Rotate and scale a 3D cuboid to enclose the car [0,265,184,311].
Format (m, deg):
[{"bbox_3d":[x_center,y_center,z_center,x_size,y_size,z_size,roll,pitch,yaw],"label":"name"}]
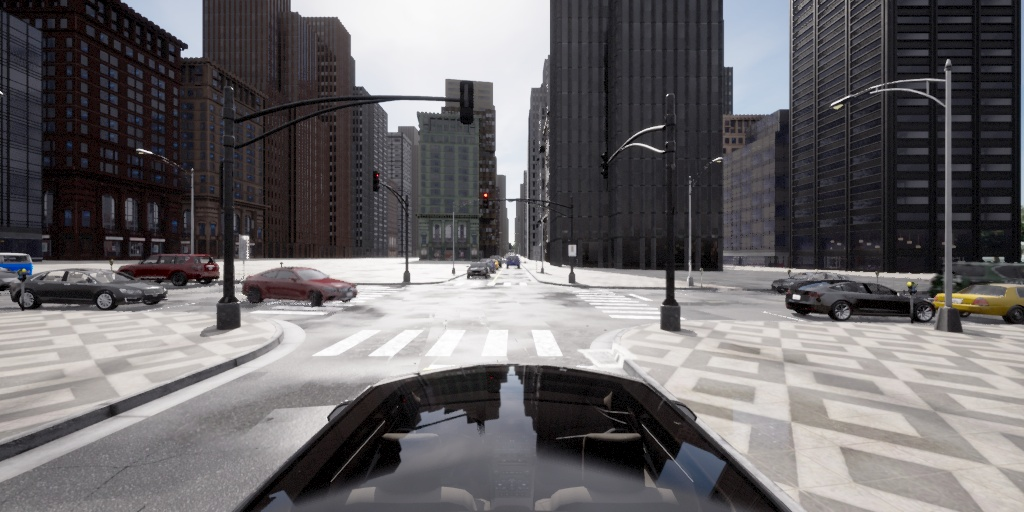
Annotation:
[{"bbox_3d":[-14.764,1.116,12.629,4.403,1.370,2.007,0,0,0],"label":"car"}]

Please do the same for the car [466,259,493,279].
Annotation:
[{"bbox_3d":[-3.052,1.255,33.224,1.837,1.490,4.892,0,0,0],"label":"car"}]

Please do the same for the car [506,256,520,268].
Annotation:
[{"bbox_3d":[0.189,0.970,59.044,2.150,2.045,5.566,0,0,0],"label":"car"}]

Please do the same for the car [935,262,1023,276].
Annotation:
[{"bbox_3d":[21.447,1.323,15.321,5.566,2.045,2.150,1,0,0],"label":"car"}]

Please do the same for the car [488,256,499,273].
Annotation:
[{"bbox_3d":[-3.035,1.102,42.277,2.097,1.767,4.553,0,0,0],"label":"car"}]

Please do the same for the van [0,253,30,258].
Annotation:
[{"bbox_3d":[-31.116,0.680,21.183,3.998,1.789,1.690,0,0,0],"label":"van"}]

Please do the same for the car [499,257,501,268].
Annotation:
[{"bbox_3d":[-3.013,1.228,52.476,1.882,1.535,5.008,0,0,0],"label":"car"}]

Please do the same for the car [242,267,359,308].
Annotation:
[{"bbox_3d":[-8.537,1.187,14.476,4.674,1.442,1.812,1,0,15],"label":"car"}]

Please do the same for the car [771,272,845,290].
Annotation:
[{"bbox_3d":[17.809,1.591,21.193,4.403,1.370,2.007,0,0,0],"label":"car"}]

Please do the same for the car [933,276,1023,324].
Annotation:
[{"bbox_3d":[17.956,1.571,12.668,4.829,1.417,1.751,0,0,0],"label":"car"}]

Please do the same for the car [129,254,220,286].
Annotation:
[{"bbox_3d":[-20.197,0.799,21.164,5.009,1.841,2.192,0,0,0],"label":"car"}]

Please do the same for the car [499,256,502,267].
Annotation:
[{"bbox_3d":[-2.949,0.973,63.177,2.150,2.045,5.566,0,0,1],"label":"car"}]

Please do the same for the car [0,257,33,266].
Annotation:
[{"bbox_3d":[-23.715,0.933,15.402,4.902,1.511,2.128,1,0,0],"label":"car"}]

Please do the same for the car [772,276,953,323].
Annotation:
[{"bbox_3d":[12.143,1.524,12.678,4.313,1.339,1.948,0,0,0],"label":"car"}]
